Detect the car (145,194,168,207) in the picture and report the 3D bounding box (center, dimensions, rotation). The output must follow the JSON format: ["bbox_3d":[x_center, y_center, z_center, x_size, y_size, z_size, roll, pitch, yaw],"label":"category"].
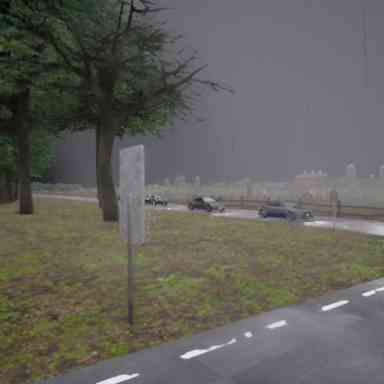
[{"bbox_3d":[-4.822,1.020,41.840,1.882,1.535,5.008,-1,1,-36],"label":"car"}]

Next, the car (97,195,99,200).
[{"bbox_3d":[-16.503,0.770,63.015,1.994,1.385,4.181,-1,1,-36],"label":"car"}]

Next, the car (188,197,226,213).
[{"bbox_3d":[1.346,1.223,33.303,1.812,1.442,4.674,-1,1,-36],"label":"car"}]

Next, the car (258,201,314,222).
[{"bbox_3d":[7.084,1.419,25.385,1.994,1.385,4.181,-1,1,-37],"label":"car"}]
